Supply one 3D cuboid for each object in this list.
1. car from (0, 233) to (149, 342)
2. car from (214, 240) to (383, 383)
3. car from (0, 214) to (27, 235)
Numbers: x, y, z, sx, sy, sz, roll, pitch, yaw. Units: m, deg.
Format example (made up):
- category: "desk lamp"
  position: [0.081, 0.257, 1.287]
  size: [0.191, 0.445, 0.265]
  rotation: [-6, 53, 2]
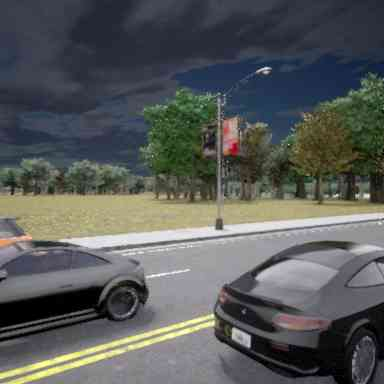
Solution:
- category: "car"
  position: [-2.847, 1.560, 5.646]
  size: [4.181, 1.385, 1.994]
  rotation: [0, 0, -36]
- category: "car"
  position: [2.442, 1.504, 5.182]
  size: [4.674, 1.442, 1.812]
  rotation: [0, 0, -36]
- category: "car"
  position: [-5.906, 1.355, 7.456]
  size: [4.553, 1.767, 2.097]
  rotation: [0, 0, -35]
